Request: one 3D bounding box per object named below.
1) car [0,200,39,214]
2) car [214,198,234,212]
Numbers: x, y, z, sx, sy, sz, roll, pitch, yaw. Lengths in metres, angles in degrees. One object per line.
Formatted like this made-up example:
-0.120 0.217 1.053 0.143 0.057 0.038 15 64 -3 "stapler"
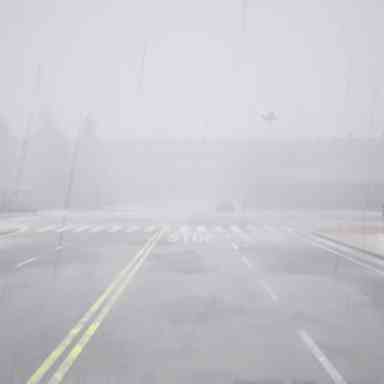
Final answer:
-17.144 1.430 32.262 4.181 1.385 1.994 0 0 4 "car"
3.599 1.436 37.659 2.033 1.411 5.357 0 0 0 "car"
